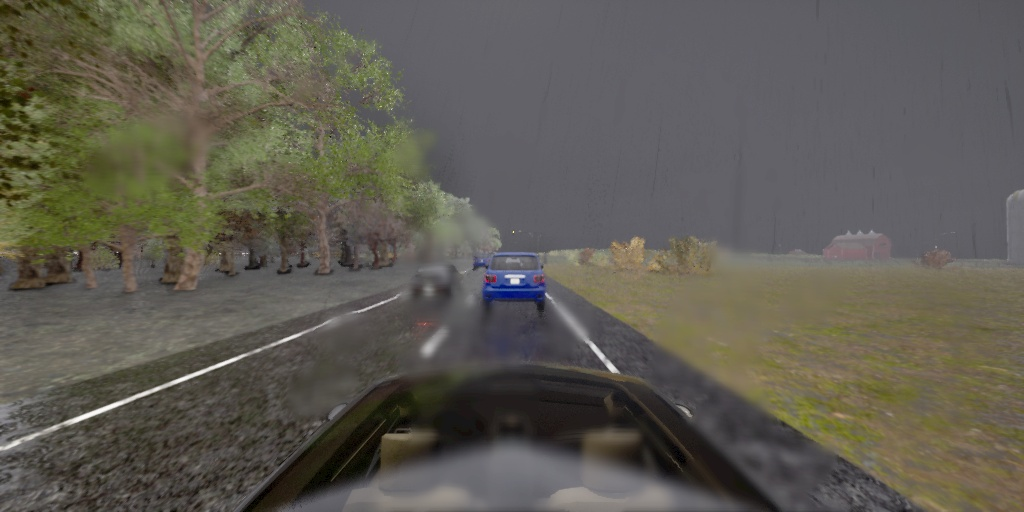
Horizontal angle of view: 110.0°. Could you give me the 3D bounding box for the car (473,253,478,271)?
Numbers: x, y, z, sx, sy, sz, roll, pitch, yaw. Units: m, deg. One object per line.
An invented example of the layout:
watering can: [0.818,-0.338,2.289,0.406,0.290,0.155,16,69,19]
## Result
car: [-3.410,0.651,43.144,2.150,2.045,5.566,0,0,0]

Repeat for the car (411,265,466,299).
car: [-3.404,1.138,17.160,1.837,1.490,4.892,0,0,0]

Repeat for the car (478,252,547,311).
car: [0.095,0.878,14.005,2.150,2.045,5.566,0,0,0]
